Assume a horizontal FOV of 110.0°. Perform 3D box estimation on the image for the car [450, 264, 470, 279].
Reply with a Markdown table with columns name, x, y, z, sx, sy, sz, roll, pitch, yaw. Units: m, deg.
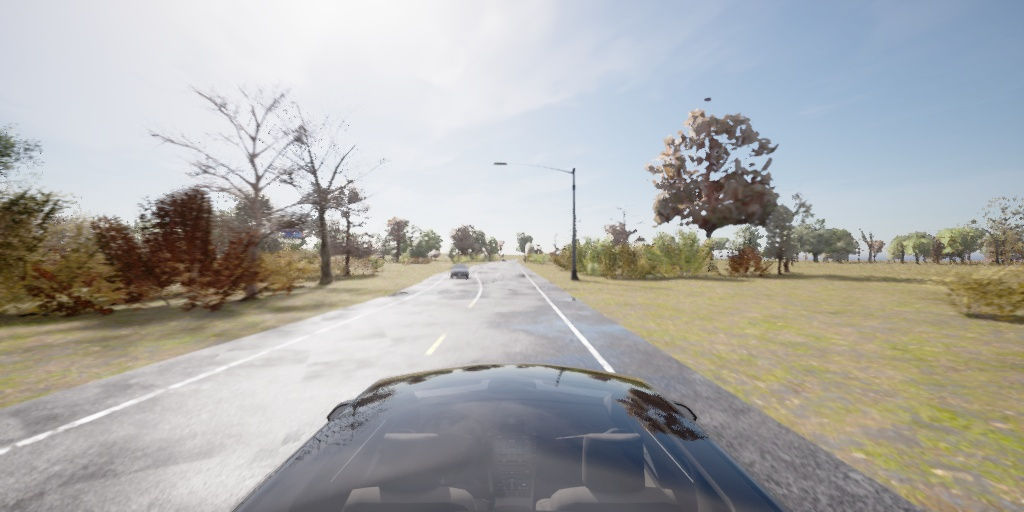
| name | x | y | z | sx | sy | sz | roll | pitch | yaw |
| --- | --- | --- | --- | --- | --- | --- | --- | --- | --- |
| car | -5.311 | 1.559 | 36.714 | 1.812 | 1.442 | 4.674 | 0 | 0 | -7 |
